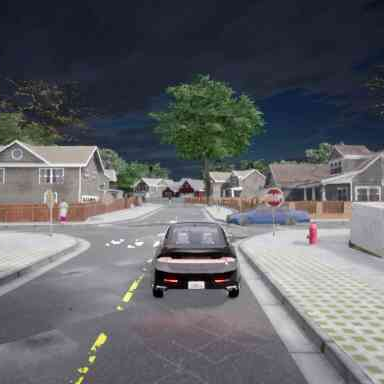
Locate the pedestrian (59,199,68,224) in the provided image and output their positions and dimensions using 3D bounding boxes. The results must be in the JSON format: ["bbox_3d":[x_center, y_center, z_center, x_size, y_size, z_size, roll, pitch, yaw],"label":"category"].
[{"bbox_3d":[-9.708,1.453,25.017,0.375,1.860,0.375,0,-1,1],"label":"pedestrian"}]

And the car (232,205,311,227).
[{"bbox_3d":[4.915,1.561,21.889,5.357,1.411,2.033,-1,-2,-1],"label":"car"}]

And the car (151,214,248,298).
[{"bbox_3d":[0.079,1.506,8.544,2.128,1.511,4.902,0,0,0],"label":"car"}]
